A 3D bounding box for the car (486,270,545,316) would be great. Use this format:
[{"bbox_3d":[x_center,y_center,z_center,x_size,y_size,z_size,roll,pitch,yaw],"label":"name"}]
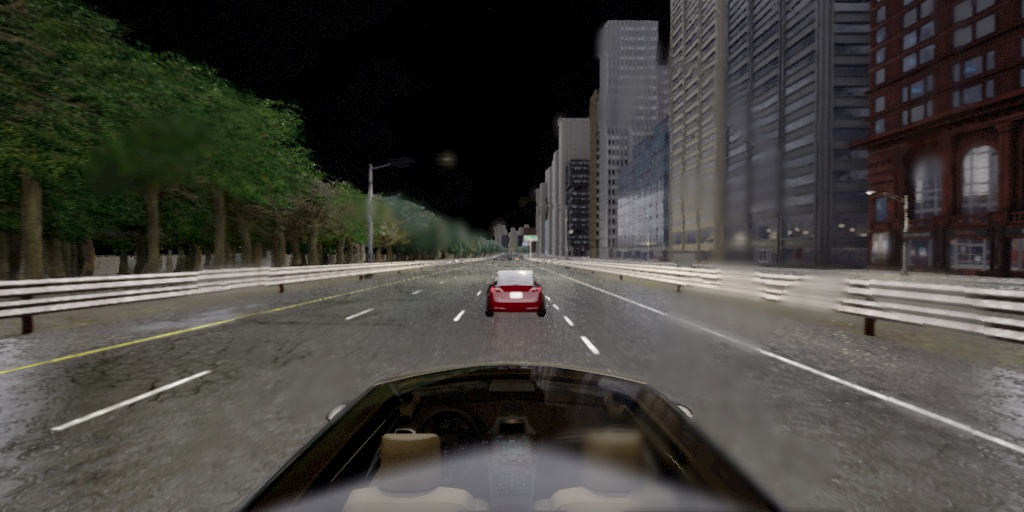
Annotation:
[{"bbox_3d":[0.100,1.251,13.383,2.163,1.488,4.792,0,0,-1],"label":"car"}]
